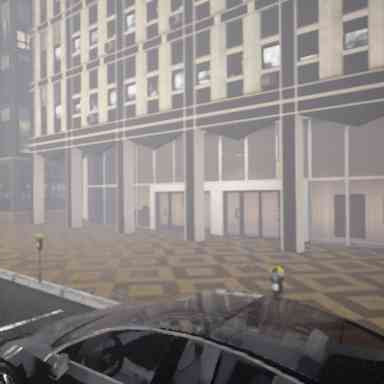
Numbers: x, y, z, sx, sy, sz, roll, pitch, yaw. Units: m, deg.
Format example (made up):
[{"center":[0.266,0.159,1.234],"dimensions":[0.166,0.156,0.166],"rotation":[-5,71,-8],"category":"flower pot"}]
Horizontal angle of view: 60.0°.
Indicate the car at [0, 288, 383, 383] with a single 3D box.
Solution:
[{"center":[0.023,1.558,2.833],"dimensions":[4.313,1.339,1.947],"rotation":[0,-1,36],"category":"car"}]
